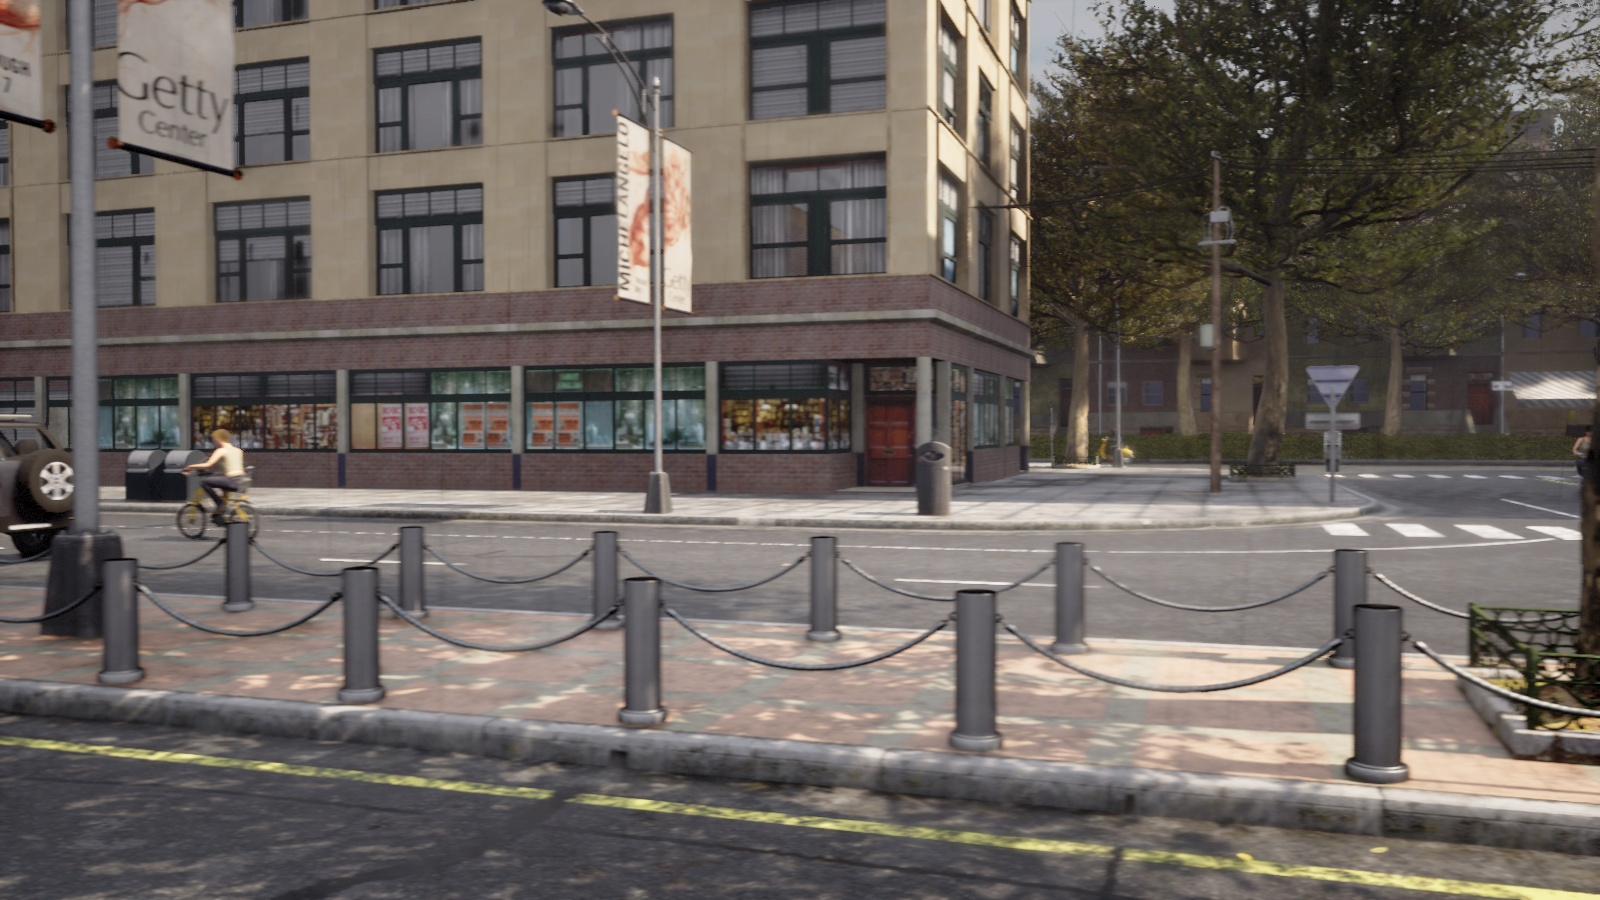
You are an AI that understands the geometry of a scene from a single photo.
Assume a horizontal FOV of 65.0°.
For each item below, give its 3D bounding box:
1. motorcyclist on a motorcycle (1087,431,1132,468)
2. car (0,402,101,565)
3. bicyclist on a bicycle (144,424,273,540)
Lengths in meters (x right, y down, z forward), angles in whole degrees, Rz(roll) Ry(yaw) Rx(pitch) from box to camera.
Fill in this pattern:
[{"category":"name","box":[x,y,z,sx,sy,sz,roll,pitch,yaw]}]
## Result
[{"category":"motorcyclist on a motorcycle","box":[13.442,-0.043,54.565,1.817,1.590,0.866,0,1,18]},{"category":"car","box":[-11.166,0.355,15.387,4.605,1.855,1.932,1,1,18]},{"category":"bicyclist on a bicycle","box":[-8.570,0.439,18.202,1.509,1.612,0.866,1,1,19]}]
